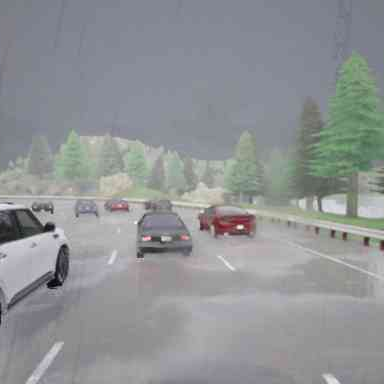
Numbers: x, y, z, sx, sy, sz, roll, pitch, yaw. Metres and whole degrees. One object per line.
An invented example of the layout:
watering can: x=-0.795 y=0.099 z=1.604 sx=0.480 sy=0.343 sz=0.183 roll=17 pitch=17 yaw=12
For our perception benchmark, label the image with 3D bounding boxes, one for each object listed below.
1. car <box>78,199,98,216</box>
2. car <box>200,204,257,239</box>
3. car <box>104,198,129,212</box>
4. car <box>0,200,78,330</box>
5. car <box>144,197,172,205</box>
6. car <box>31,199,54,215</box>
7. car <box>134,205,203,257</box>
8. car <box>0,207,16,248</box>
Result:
car: x=-9.278 y=1.330 z=29.019 sx=2.033 sy=1.411 sz=5.357 roll=0 pitch=1 yaw=-21
car: x=1.556 y=1.333 z=16.543 sx=1.882 sy=1.535 sz=5.008 roll=0 pitch=0 yaw=-11
car: x=-7.874 y=1.297 z=34.416 sx=1.994 sy=1.385 sz=4.181 roll=0 pitch=1 yaw=-24
car: x=-3.910 y=1.185 z=5.873 sx=2.150 sy=2.045 sz=5.566 roll=0 pitch=1 yaw=-5
car: x=-3.445 y=1.224 z=32.992 sx=2.128 sy=1.511 sz=4.902 roll=0 pitch=0 yaw=-22
car: x=-14.389 y=1.373 z=32.045 sx=1.895 sy=1.301 sz=4.718 roll=0 pitch=1 yaw=-24
car: x=-1.181 y=1.445 z=12.547 sx=2.033 sy=1.411 sz=5.357 roll=0 pitch=1 yaw=-9
car: x=-8.202 y=1.428 z=11.898 sx=1.837 sy=1.490 sz=4.892 roll=0 pitch=1 yaw=-8
